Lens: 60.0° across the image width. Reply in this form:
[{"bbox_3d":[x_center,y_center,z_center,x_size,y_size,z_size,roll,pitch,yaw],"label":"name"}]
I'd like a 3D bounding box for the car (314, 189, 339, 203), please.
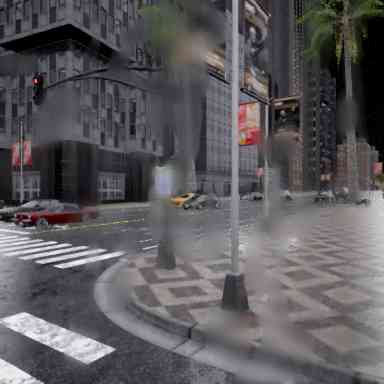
[{"bbox_3d":[17.810,0.677,44.492,1.837,1.490,4.892,0,1,35],"label":"car"}]

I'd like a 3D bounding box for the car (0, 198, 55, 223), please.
[{"bbox_3d":[-10.149,1.220,22.251,1.882,1.535,5.008,0,1,35],"label":"car"}]

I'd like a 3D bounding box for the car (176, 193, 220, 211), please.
[{"bbox_3d":[0.952,0.995,32.285,1.837,1.490,4.892,0,1,35],"label":"car"}]

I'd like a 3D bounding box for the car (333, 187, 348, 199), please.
[{"bbox_3d":[23.672,0.232,52.772,2.150,2.045,5.566,0,1,36],"label":"car"}]

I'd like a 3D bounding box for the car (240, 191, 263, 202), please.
[{"bbox_3d":[8.694,0.677,48.728,2.128,1.511,4.902,0,1,36],"label":"car"}]

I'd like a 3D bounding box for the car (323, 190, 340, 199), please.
[{"bbox_3d":[25.759,0.353,61.331,1.882,1.535,5.008,0,1,36],"label":"car"}]

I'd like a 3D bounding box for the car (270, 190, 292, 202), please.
[{"bbox_3d":[13.206,0.490,49.424,2.097,1.767,4.553,0,1,36],"label":"car"}]

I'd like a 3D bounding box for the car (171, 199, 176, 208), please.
[{"bbox_3d":[-0.276,0.920,36.170,1.882,1.535,5.008,0,1,35],"label":"car"}]

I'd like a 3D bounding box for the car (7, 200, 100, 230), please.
[{"bbox_3d":[-7.943,1.362,19.736,1.895,1.301,4.718,0,1,35],"label":"car"}]
